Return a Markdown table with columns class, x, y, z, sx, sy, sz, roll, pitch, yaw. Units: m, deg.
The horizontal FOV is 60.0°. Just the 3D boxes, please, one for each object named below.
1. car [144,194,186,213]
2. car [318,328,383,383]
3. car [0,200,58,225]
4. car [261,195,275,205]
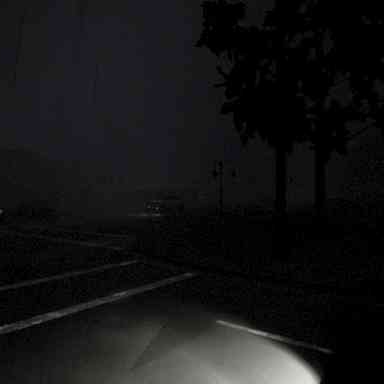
| class | x | y | z | sx | sy | sz | roll | pitch | yaw |
| --- | --- | --- | --- | --- | --- | --- | --- | --- | --- |
| car | -2.920 | 1.219 | 37.225 | 2.150 | 2.045 | 5.566 | 0 | 0 | 35 |
| car | 2.887 | 1.564 | 1.913 | 4.181 | 1.385 | 1.994 | 0 | 0 | 36 |
| car | -12.226 | 1.357 | 24.106 | 2.097 | 1.767 | 4.553 | 0 | 0 | 40 |
| car | 13.853 | 1.346 | 60.774 | 2.097 | 1.767 | 4.553 | 0 | 0 | 7 |
